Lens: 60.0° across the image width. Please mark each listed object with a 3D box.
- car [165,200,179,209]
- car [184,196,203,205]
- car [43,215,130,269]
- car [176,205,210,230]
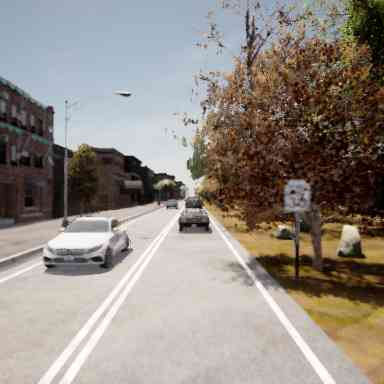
[{"bbox_3d":[-3.179,1.997,53.357,1.837,1.490,4.892,0,-1,1],"label":"car"},{"bbox_3d":[0.199,1.590,42.739,2.150,2.045,5.566,0,-1,0],"label":"car"},{"bbox_3d":[-3.351,1.564,11.408,1.812,1.442,4.674,0,0,0],"label":"car"},{"bbox_3d":[0.128,1.724,21.796,1.895,1.301,4.718,0,-1,0],"label":"car"}]
